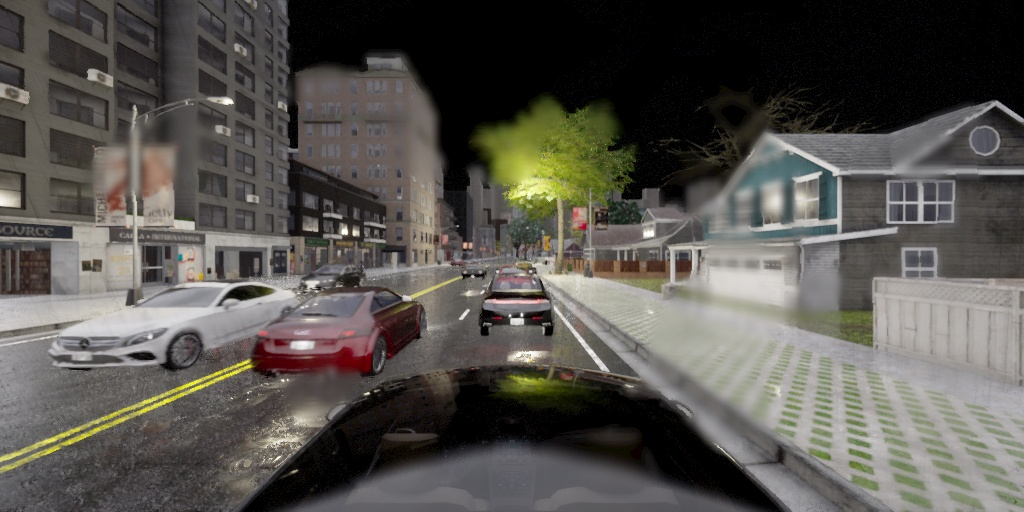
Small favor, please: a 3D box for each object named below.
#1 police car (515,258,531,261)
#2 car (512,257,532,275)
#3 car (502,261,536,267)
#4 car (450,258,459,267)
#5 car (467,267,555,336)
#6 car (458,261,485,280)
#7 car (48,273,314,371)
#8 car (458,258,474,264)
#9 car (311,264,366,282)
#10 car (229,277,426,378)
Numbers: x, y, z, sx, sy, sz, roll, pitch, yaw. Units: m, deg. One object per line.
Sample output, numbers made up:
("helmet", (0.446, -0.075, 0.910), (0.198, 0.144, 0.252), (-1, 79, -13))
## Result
("police car", (1.005, 1.148, 29.608), (1.930, 1.638, 5.238), (0, 0, 0))
("car", (1.015, 1.058, 39.468), (2.097, 1.767, 4.553), (0, 0, 0))
("car", (0.120, 1.214, 19.879), (1.882, 1.535, 5.008), (0, 0, 0))
("car", (-9.739, 1.144, 63.870), (1.882, 1.535, 5.008), (0, 0, 1))
("car", (0.112, 1.237, 10.375), (2.128, 1.511, 4.902), (0, 0, 0))
("car", (-3.119, 1.321, 30.830), (1.895, 1.301, 4.718), (0, 0, 0))
("car", (-6.593, 1.273, 7.828), (1.812, 1.442, 4.674), (0, 0, 0))
("car", (-6.535, 1.246, 54.960), (1.994, 1.385, 4.181), (0, 0, 0))
("car", (-9.830, 1.227, 20.052), (2.128, 1.511, 4.902), (0, 0, 0))
("car", (-3.143, 1.311, 7.392), (1.994, 1.385, 4.181), (0, 0, 0))
